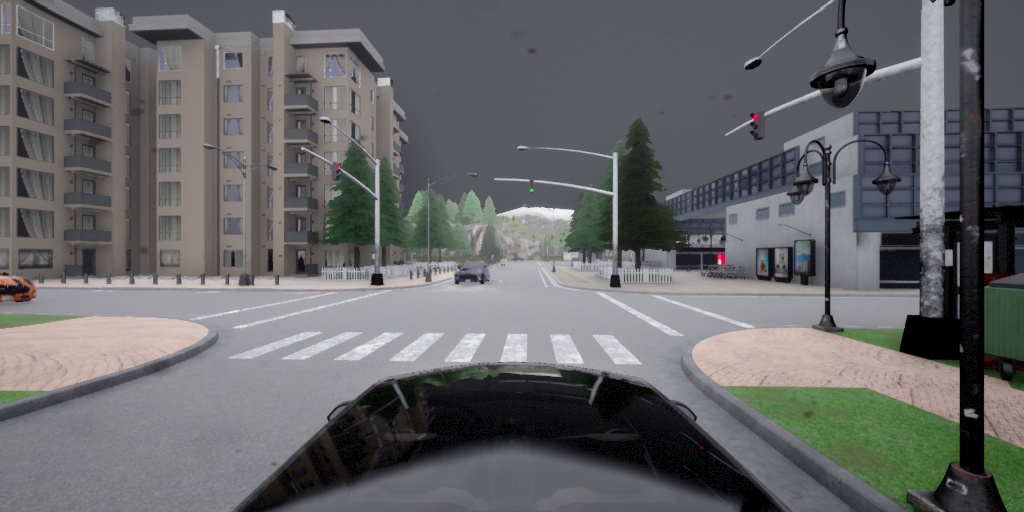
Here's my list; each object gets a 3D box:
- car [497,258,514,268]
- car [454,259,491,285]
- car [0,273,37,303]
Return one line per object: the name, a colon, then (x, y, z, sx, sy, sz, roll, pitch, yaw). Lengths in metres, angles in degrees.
car: (-1.195, 1.122, 54.645, 1.812, 1.442, 4.674, 0, 0, 3)
car: (-2.833, 1.081, 26.310, 2.097, 1.767, 4.553, 0, 0, 3)
car: (-22.661, 1.120, 14.742, 4.553, 1.767, 2.097, 0, 0, 5)
